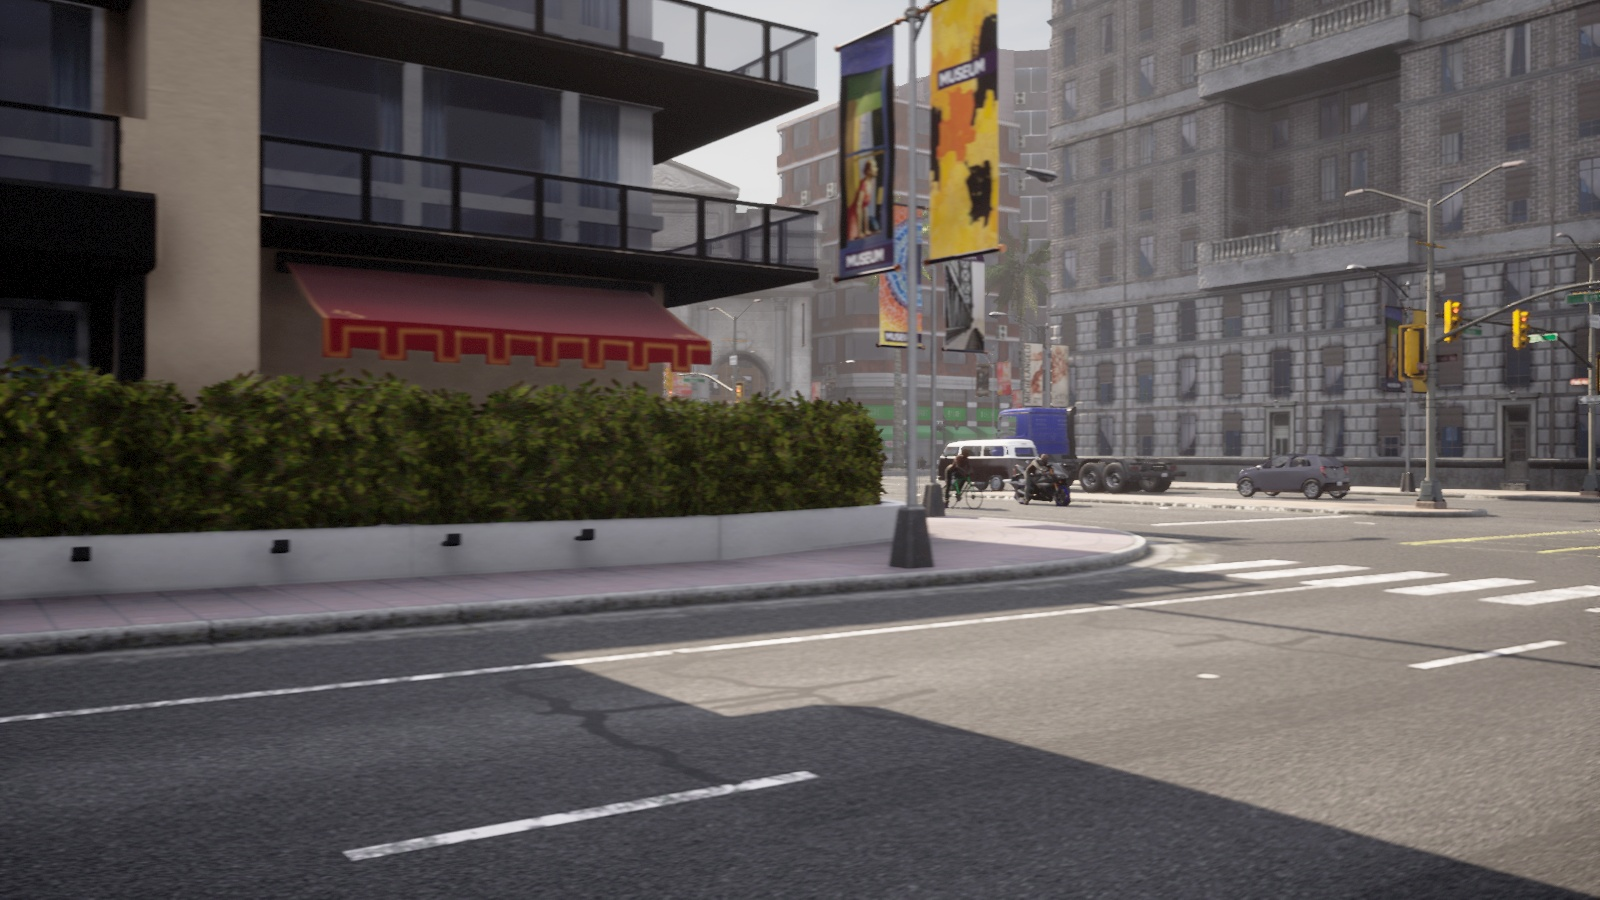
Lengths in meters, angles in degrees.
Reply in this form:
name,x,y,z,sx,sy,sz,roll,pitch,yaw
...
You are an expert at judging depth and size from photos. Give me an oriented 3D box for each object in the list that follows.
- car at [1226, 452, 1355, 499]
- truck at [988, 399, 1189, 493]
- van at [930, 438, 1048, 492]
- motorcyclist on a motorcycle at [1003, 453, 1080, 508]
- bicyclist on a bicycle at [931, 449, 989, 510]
name,x,y,z,sx,sy,sz,roll,pitch,yaw
car,16.511,0.828,42.403,1.845,1.501,3.633,0,0,-35
truck,11.280,-0.138,50.008,2.891,3.462,7.936,0,0,-35
van,7.390,0.574,49.488,2.069,2.038,4.480,0,0,-34
motorcyclist on a motorcycle,6.910,0.854,36.070,0.866,1.530,2.191,0,0,-35
bicyclist on a bicycle,4.283,0.771,33.713,0.582,1.620,1.656,0,0,-35
